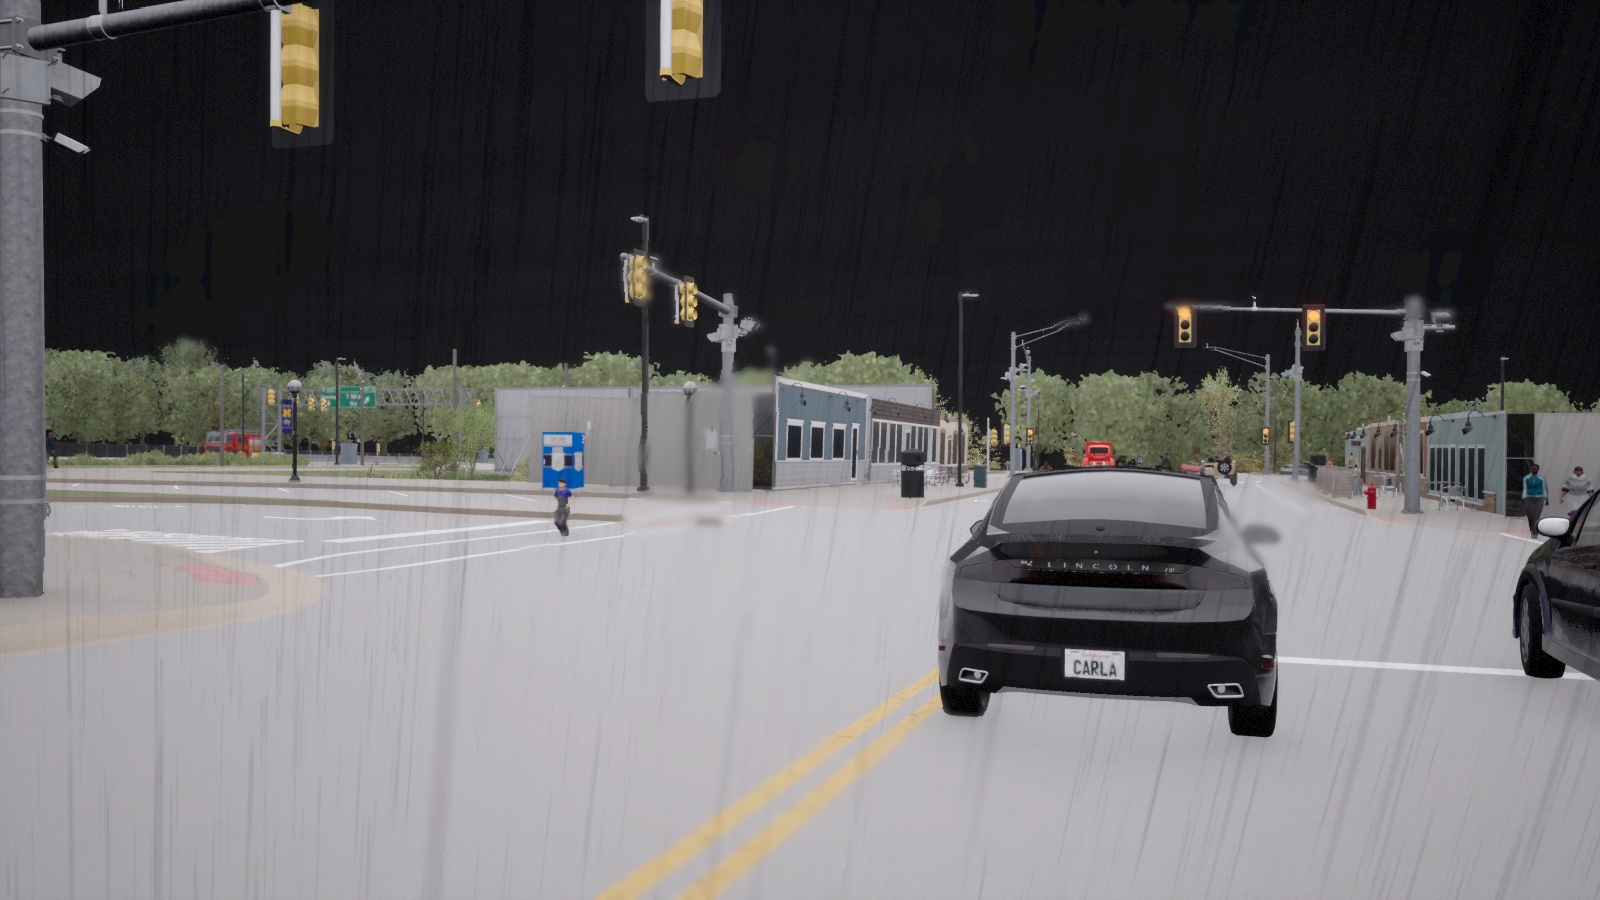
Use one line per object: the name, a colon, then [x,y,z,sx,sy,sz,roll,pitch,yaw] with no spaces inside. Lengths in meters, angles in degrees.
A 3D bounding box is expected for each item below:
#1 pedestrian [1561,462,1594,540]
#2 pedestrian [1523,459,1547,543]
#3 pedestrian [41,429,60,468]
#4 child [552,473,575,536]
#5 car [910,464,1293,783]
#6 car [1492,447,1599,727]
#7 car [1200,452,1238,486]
pedestrian: [20.067,1.292,32.407,0.659,1.952,0.873,1,1,33]
pedestrian: [17.308,1.188,29.570,0.396,1.930,0.692,1,1,37]
pedestrian: [-35.613,-0.057,59.681,0.402,1.842,0.726,1,1,12]
child: [-4.820,1.097,25.575,0.270,1.263,0.437,1,1,19]
car: [2.155,0.886,8.577,1.837,1.490,4.892,1,-1,17]
car: [5.806,0.822,7.885,1.851,1.617,3.988,1,-1,18]
car: [23.676,1.092,71.091,1.932,1.855,4.605,1,-1,17]
